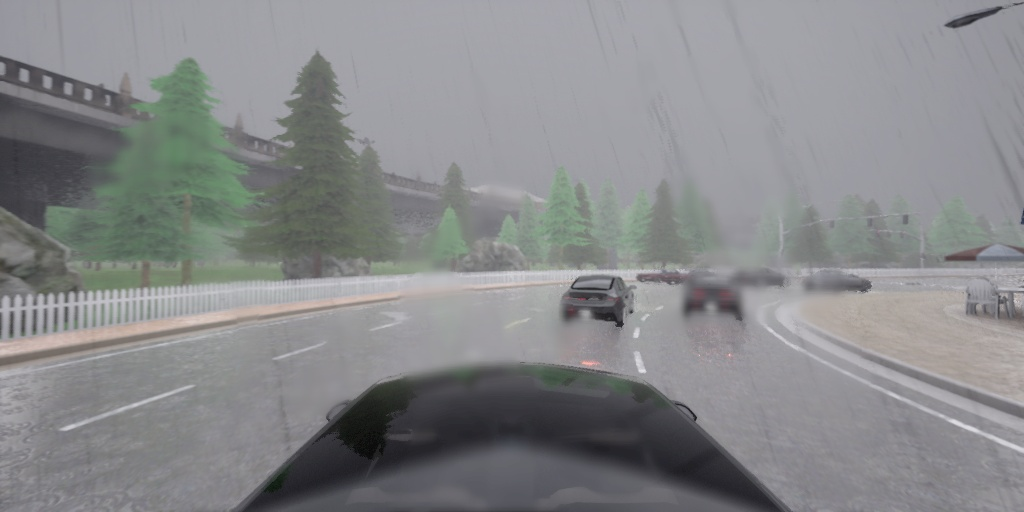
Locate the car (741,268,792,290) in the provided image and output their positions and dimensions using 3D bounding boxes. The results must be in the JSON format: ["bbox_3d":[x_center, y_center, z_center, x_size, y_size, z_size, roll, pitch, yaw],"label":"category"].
[{"bbox_3d":[18.136,1.646,26.085,4.892,1.490,1.837,1,-1,-23],"label":"car"}]

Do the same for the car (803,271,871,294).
[{"bbox_3d":[21.425,1.697,23.613,4.181,1.385,1.994,1,-1,-20],"label":"car"}]

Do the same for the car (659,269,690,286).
[{"bbox_3d":[14.405,1.756,28.559,4.718,1.301,1.895,1,-1,-25],"label":"car"}]

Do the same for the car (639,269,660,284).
[{"bbox_3d":[13.340,1.791,31.896,4.718,1.301,1.895,1,-1,-25],"label":"car"}]

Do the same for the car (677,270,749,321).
[{"bbox_3d":[7.635,1.440,13.555,1.837,1.490,4.892,-1,-1,31],"label":"car"}]

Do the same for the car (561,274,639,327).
[{"bbox_3d":[3.086,1.404,12.365,1.837,1.490,4.892,-1,0,24],"label":"car"}]
